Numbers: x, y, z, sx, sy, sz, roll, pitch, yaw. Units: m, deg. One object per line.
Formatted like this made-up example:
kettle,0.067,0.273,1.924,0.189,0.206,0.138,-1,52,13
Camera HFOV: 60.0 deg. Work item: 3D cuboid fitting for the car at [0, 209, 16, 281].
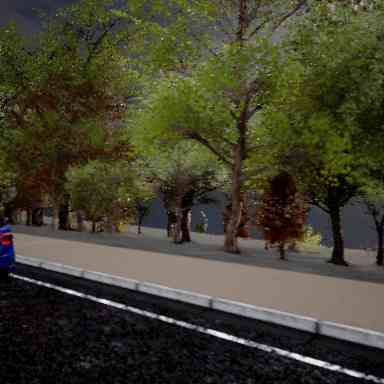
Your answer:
car,-6.730,1.237,8.488,5.566,2.045,2.150,0,0,35
